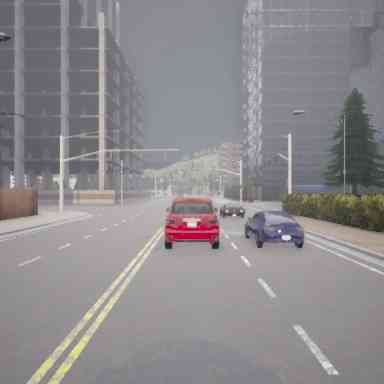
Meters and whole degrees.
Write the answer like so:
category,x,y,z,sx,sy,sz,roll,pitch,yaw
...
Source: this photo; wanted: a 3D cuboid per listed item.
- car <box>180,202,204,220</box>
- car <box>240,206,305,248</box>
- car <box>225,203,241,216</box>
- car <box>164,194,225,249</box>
category,x,y,z,sx,sy,sz,roll,pitch,yaw
car,0.000,1.615,29.680,1.895,1.301,4.718,0,0,0
car,3.500,1.532,14.650,1.812,1.442,4.674,0,0,0
car,3.500,1.615,29.680,1.895,1.301,4.718,0,0,0
car,0.000,1.257,14.680,2.150,2.045,5.566,0,0,0
